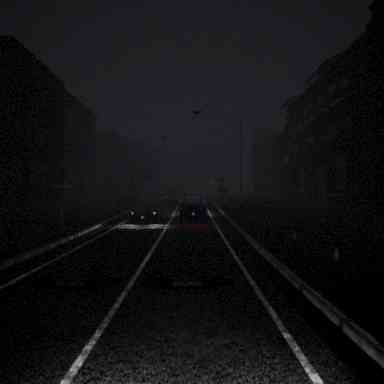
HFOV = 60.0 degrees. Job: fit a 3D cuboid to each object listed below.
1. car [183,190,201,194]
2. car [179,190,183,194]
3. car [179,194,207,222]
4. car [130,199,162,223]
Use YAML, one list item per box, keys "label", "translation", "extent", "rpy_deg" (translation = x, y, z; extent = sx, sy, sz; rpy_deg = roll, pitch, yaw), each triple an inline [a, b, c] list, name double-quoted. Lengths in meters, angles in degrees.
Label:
- label: "car"
  translation: [0.153, 0.577, 41.305]
  extent: [1.812, 1.442, 4.674]
  rpy_deg: [0, 2, 1]
- label: "car"
  translation: [-1.374, 0.252, 64.982]
  extent: [1.994, 1.385, 4.181]
  rpy_deg: [0, 0, 7]
- label: "car"
  translation: [0.086, 1.178, 23.886]
  extent: [1.882, 1.535, 5.008]
  rpy_deg: [0, 2, 0]
- label: "car"
  translation: [-3.108, 1.248, 23.211]
  extent: [1.812, 1.442, 4.674]
  rpy_deg: [0, 2, 0]
